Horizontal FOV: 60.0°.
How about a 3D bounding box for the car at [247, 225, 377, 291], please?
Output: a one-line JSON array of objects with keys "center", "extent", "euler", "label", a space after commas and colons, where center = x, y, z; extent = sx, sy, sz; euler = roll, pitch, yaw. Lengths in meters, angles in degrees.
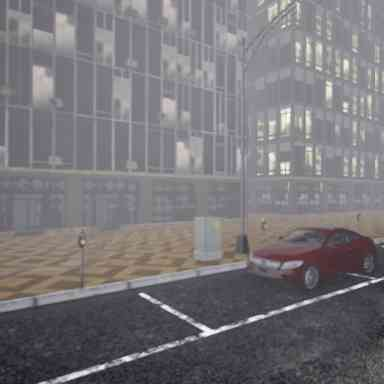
[{"center": [3.363, 1.580, 8.952], "extent": [4.206, 1.307, 1.802], "euler": [0, 0, -35], "label": "car"}]
